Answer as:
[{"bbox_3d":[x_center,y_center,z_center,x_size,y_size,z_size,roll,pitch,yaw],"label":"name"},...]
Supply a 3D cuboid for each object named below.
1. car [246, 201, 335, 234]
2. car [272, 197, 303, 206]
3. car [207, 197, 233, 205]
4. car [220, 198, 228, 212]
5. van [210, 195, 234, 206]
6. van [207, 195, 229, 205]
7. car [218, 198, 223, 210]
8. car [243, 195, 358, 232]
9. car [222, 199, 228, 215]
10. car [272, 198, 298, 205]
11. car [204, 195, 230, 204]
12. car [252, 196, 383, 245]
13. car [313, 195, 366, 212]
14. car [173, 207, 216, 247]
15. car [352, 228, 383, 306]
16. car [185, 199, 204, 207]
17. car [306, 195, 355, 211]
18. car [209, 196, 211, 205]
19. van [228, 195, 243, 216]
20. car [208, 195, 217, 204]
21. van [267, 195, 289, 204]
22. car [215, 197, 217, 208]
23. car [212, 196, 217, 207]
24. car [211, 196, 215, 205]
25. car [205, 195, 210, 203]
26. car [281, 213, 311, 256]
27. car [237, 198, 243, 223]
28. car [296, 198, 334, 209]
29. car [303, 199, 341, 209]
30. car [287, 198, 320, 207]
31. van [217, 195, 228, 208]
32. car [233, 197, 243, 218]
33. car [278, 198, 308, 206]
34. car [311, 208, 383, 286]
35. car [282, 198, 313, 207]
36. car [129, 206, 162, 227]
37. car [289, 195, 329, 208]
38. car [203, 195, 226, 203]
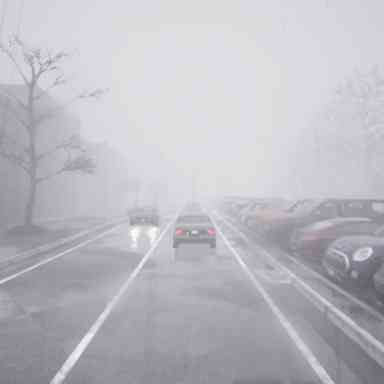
[{"bbox_3d":[5.634,1.454,19.504,4.553,1.767,2.185,0,0,0],"label":"car"},{"bbox_3d":[18.504,1.817,64.467,5.366,1.575,1.946,0,0,0],"label":"car"},{"bbox_3d":[5.602,1.840,67.155,4.892,1.521,2.231,0,0,0],"label":"car"},{"bbox_3d":[5.619,1.670,33.520,4.792,1.488,2.163,0,0,0],"label":"car"},{"bbox_3d":[5.727,1.592,64.355,4.442,1.987,1.878,0,0,0],"label":"van"},{"bbox_3d":[5.490,1.635,69.961,4.442,1.987,1.878,0,0,0],"label":"van"},{"bbox_3d":[5.616,1.682,36.323,4.792,1.488,2.163,0,0,0],"label":"car"},{"bbox_3d":[5.641,1.317,16.702,5.566,2.045,2.435,0,0,0],"label":"car"},{"bbox_3d":[5.646,1.628,30.717,5.008,1.535,2.097,0,0,0],"label":"car"},{"bbox_3d":[18.685,1.881,67.252,4.674,1.452,2.002,0,0,0],"label":"car"},{"bbox_3d":[5.632,1.655,75.566,5.566,2.045,2.435,0,-1,0],"label":"car"},{"bbox_3d":[5.644,1.305,13.898,5.566,2.045,2.435,0,0,0],"label":"car"},{"bbox_3d":[18.689,1.428,42.313,5.566,2.045,2.435,0,0,0],"label":"car"},{"bbox_3d":[0.101,1.633,15.488,2.033,1.411,5.357,0,0,0],"label":"car"},{"bbox_3d":[5.677,1.521,5.488,4.892,1.521,2.231,0,0,0],"label":"car"},{"bbox_3d":[0.105,1.766,41.267,1.994,1.385,4.181,0,0,0],"label":"car"},{"bbox_3d":[18.685,1.440,44.974,5.566,2.045,2.435,0,0,0],"label":"car"},{"bbox_3d":[5.595,1.765,53.141,4.792,1.488,2.163,0,0,0],"label":"car"},{"bbox_3d":[5.539,1.391,27.914,4.442,1.987,1.878,0,0,0],"label":"van"},{"bbox_3d":[5.616,1.756,55.938,4.892,1.521,2.231,0,0,0],"label":"car"},{"bbox_3d":[18.800,1.657,72.826,4.442,1.987,1.878,0,-1,0],"label":"van"},{"bbox_3d":[5.667,1.707,41.930,4.792,1.488,2.163,0,0,0],"label":"car"},{"bbox_3d":[5.820,1.686,44.733,5.366,1.575,1.946,0,0,0],"label":"car"},{"bbox_3d":[5.626,1.702,47.533,5.008,1.535,2.097,0,0,0],"label":"car"},{"bbox_3d":[5.645,1.525,58.748,5.566,2.045,2.435,0,0,0],"label":"car"},{"bbox_3d":[5.673,1.584,11.094,4.674,1.452,2.002,0,0,0],"label":"car"},{"bbox_3d":[5.631,1.467,22.308,4.553,1.767,2.185,0,0,0],"label":"car"},{"bbox_3d":[18.701,1.721,50.541,5.008,1.535,2.097,0,0,0],"label":"car"},{"bbox_3d":[18.707,1.746,47.880,4.674,1.452,2.002,0,0,0],"label":"car"},{"bbox_3d":[18.729,1.787,56.111,4.792,1.488,2.163,0,0,0],"label":"car"},{"bbox_3d":[5.525,1.439,39.127,4.442,1.987,1.878,0,0,0],"label":"van"},{"bbox_3d":[5.690,1.479,25.111,4.553,1.767,2.185,0,0,0],"label":"car"},{"bbox_3d":[18.687,1.799,61.681,5.008,1.535,2.097,0,0,0],"label":"car"},{"bbox_3d":[5.711,1.406,8.291,4.553,1.767,2.185,0,0,0],"label":"car"},{"bbox_3d":[18.667,1.808,58.896,4.792,1.488,2.163,0,0,0],"label":"car"},{"bbox_3d":[-3.247,1.688,23.968,1.994,1.385,4.181,0,0,0],"label":"car"},{"bbox_3d":[18.675,1.487,53.330,5.566,2.045,2.435,0,0,0],"label":"car"},{"bbox_3d":[5.635,1.743,83.976,5.566,2.045,2.435,0,-1,0],"label":"car"}]
